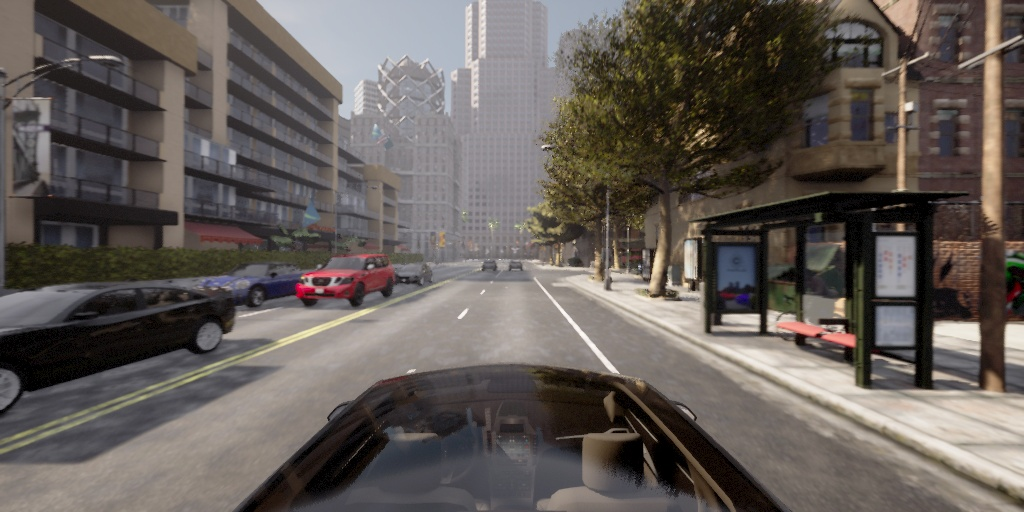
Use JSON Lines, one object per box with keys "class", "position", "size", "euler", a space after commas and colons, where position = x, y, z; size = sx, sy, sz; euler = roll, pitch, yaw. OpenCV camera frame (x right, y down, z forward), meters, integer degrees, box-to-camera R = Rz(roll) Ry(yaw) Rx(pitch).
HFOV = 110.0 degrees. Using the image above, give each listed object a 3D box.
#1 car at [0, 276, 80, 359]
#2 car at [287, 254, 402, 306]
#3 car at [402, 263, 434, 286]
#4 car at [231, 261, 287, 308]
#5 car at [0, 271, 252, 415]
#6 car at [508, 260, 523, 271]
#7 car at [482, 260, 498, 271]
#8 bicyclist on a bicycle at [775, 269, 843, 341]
{"class": "car", "position": [-10.578, 1.187, 5.555], "size": [1.837, 1.490, 4.892], "euler": [0, 0, 1]}
{"class": "car", "position": [-6.967, 0.925, 15.830], "size": [2.150, 2.045, 5.566], "euler": [0, 0, 1]}
{"class": "car", "position": [-6.800, 1.267, 25.080], "size": [1.837, 1.490, 4.892], "euler": [0, 0, 1]}
{"class": "car", "position": [-10.476, 1.033, 14.797], "size": [2.097, 1.767, 4.553], "euler": [0, 0, 1]}
{"class": "car", "position": [-7.075, 1.181, 5.846], "size": [1.882, 1.535, 5.008], "euler": [0, 0, 1]}
{"class": "car", "position": [0.528, 1.237, 49.966], "size": [2.128, 1.511, 4.902], "euler": [0, 0, 1]}
{"class": "car", "position": [-2.985, 1.215, 48.607], "size": [2.128, 1.511, 4.902], "euler": [0, 0, 1]}
{"class": "bicyclist on a bicycle", "position": [6.688, 1.127, 7.981], "size": [1.656, 1.620, 0.582], "euler": [4, -2, 0]}
